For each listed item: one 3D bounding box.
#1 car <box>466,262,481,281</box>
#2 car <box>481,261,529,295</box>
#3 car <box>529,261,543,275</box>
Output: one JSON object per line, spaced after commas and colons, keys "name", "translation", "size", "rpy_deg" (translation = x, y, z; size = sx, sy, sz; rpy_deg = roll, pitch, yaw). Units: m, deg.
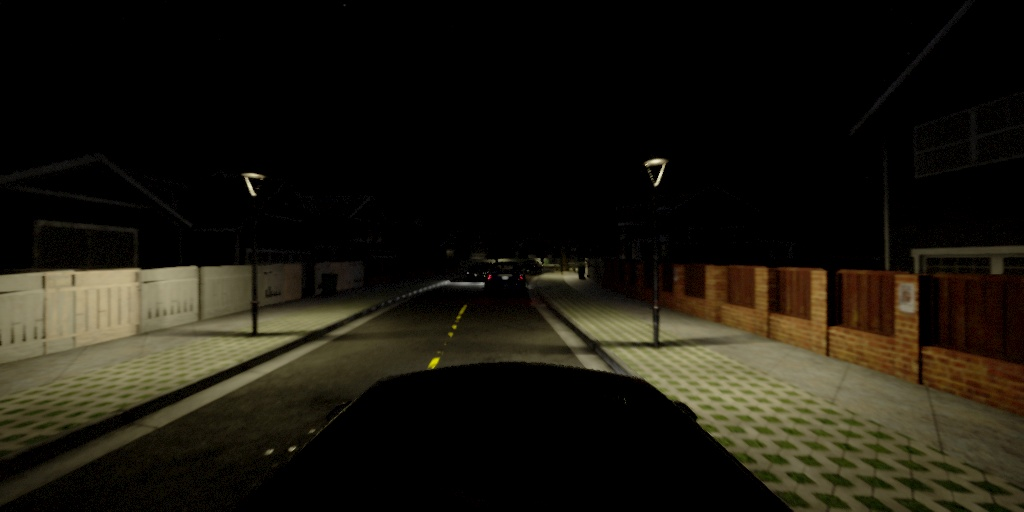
{"name": "car", "translation": [-2.511, 1.269, 29.939], "size": [1.837, 1.490, 4.892], "rpy_deg": [0, -1, 7]}
{"name": "car", "translation": [-0.287, 1.098, 19.780], "size": [2.097, 1.767, 4.553], "rpy_deg": [0, 0, 1]}
{"name": "car", "translation": [2.165, 1.250, 39.137], "size": [1.837, 1.490, 4.892], "rpy_deg": [-1, 0, 13]}
